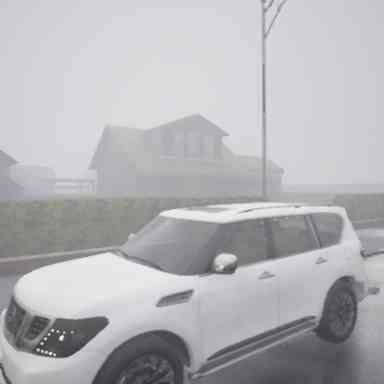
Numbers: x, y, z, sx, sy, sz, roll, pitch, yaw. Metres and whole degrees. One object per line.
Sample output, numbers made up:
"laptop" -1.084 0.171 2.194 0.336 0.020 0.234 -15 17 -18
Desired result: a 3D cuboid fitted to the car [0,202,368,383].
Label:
"car" 0.372 1.212 4.873 5.566 2.045 2.150 0 0 -36
